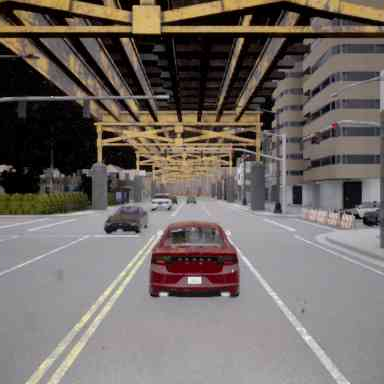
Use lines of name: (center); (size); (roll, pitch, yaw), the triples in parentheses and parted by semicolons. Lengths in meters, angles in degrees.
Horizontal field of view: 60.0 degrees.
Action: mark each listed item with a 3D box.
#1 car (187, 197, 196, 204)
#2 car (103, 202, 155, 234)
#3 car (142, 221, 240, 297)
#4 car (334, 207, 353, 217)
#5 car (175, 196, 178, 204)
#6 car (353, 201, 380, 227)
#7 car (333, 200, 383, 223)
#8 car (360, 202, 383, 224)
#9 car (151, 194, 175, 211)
car: (-0.132, 1.567, 63.289); (2.033, 1.411, 5.357); (0, 0, 0)
car: (-3.640, 1.553, 19.431); (2.033, 1.411, 5.357); (0, 0, 0)
car: (0.056, 1.480, 8.613); (1.882, 1.535, 5.008); (0, 0, 0)
car: (13.583, 1.303, 25.447); (4.536, 1.218, 1.853); (0, 0, 25)
car: (-3.637, 1.498, 61.945); (1.882, 1.535, 5.008); (0, 0, 0)
car: (13.218, 1.459, 21.309); (4.974, 1.542, 2.038); (0, 0, -20)
car: (13.536, 1.461, 25.468); (4.974, 1.542, 2.038); (0, 0, 25)
car: (13.267, 1.302, 21.327); (4.536, 1.218, 1.853); (0, 0, -20)
car: (-3.684, 1.234, 40.993); (2.150, 2.045, 5.566); (0, 0, 0)
